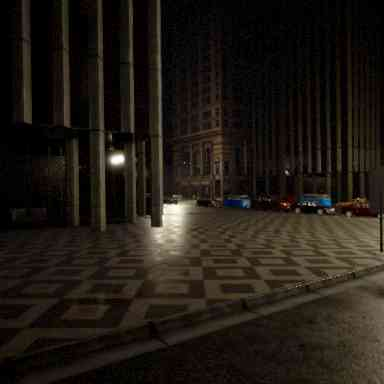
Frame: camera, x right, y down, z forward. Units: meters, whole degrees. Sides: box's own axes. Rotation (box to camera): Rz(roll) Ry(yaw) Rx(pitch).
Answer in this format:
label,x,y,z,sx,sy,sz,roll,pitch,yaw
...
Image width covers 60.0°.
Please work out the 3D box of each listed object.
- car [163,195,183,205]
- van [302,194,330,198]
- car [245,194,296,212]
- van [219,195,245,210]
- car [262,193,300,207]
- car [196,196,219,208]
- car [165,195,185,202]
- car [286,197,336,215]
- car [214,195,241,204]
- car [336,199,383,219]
label,x,y,z,sx,sy,sz,roll,pitch,yaw
car,-4.035,1.440,55.793,2.008,1.369,4.403,-1,1,-36
van,15.811,1.179,42.832,1.690,1.788,3.998,-1,1,-36
car,8.883,1.291,37.858,2.192,1.841,5.009,-1,1,-36
van,5.652,1.295,42.342,1.690,1.788,3.998,-1,1,-36
car,12.582,1.131,47.316,2.192,1.841,5.009,-1,1,-36
car,2.424,1.373,46.825,1.967,1.590,4.097,-1,1,-36
car,-3.555,1.259,69.737,2.008,1.369,4.403,-1,1,-36
car,12.114,1.550,33.378,2.008,1.369,4.403,-1,1,-36
car,6.029,1.298,56.423,1.752,1.417,4.829,-1,1,-36
car,15.344,1.567,28.895,1.887,1.381,4.507,-1,1,-36
